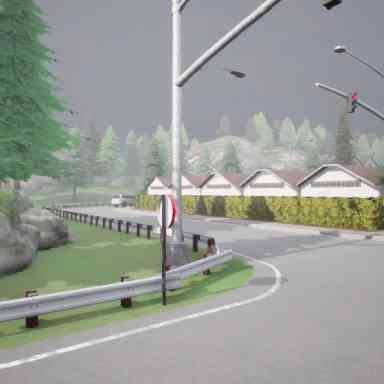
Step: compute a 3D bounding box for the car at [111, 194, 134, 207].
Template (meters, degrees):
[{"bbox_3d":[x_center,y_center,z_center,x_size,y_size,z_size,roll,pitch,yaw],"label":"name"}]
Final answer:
[{"bbox_3d":[-10.463,1.405,53.903,2.150,2.045,5.566,0,0,36],"label":"car"}]
